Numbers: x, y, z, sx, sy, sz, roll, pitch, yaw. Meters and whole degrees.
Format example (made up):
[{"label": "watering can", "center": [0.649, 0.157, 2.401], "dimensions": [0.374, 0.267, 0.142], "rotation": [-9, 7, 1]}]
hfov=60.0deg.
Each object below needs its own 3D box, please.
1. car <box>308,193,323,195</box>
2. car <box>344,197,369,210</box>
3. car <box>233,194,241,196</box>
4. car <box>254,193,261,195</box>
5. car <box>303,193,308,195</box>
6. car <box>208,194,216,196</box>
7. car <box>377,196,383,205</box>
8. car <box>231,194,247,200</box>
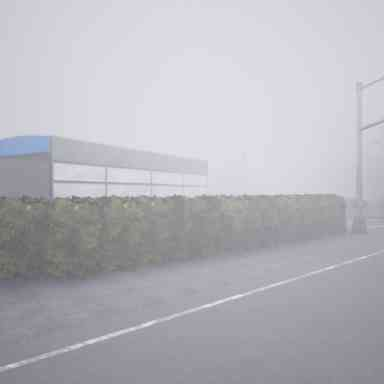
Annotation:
[{"label": "car", "center": [27.179, 1.097, 70.648], "dimensions": [4.605, 1.855, 1.932], "rotation": [0, 0, -41]}, {"label": "car", "center": [19.290, 1.340, 39.529], "dimensions": [4.514, 1.523, 2.007], "rotation": [0, 0, -41]}, {"label": "car", "center": [8.946, 1.298, 63.519], "dimensions": [4.514, 1.523, 2.007], "rotation": [0, 0, -41]}, {"label": "car", "center": [16.693, 1.154, 82.340], "dimensions": [5.027, 1.636, 2.152], "rotation": [0, 0, -41]}, {"label": "car", "center": [24.982, 1.077, 72.595], "dimensions": [3.866, 1.878, 1.905], "rotation": [0, 0, -41]}, {"label": "car", "center": [4.546, 1.298, 85.242], "dimensions": [4.514, 1.523, 2.007], "rotation": [0, 0, -41]}, {"label": "car", "center": [31.531, 1.384, 53.866], "dimensions": [3.806, 1.475, 1.970], "rotation": [0, 0, -41]}, {"label": "car", "center": [12.288, 1.232, 87.019], "dimensions": [3.806, 1.475, 1.970], "rotation": [0, 0, -41]}]
